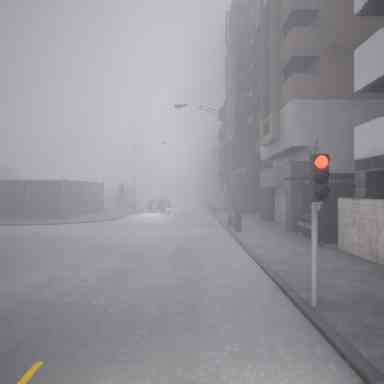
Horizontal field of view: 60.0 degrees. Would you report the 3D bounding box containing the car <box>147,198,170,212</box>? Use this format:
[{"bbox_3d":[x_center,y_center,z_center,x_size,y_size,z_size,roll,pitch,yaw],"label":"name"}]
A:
[{"bbox_3d":[-4.127,1.491,39.308,2.128,1.511,4.902,0,0,0],"label":"car"}]
